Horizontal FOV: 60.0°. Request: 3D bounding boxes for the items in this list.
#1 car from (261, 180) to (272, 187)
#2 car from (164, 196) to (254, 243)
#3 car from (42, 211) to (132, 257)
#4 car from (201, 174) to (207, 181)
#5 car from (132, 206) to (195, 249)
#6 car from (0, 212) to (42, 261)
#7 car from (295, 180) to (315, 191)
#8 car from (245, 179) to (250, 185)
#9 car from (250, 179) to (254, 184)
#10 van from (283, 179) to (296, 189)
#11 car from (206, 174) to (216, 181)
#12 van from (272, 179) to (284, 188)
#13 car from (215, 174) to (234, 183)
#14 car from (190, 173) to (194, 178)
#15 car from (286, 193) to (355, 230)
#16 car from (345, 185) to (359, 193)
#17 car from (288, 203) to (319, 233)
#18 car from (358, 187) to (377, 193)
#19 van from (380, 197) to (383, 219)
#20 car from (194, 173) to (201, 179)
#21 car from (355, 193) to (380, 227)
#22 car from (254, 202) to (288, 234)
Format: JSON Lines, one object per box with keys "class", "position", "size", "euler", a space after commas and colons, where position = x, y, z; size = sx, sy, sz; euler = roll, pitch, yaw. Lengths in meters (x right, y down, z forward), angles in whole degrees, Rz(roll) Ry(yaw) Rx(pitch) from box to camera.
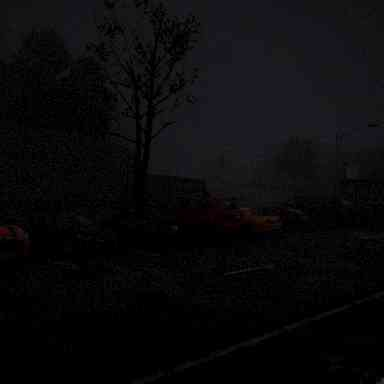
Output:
{"class": "car", "position": [17.536, -1.810, 72.726], "size": [1.946, 1.575, 5.366], "euler": [7, 3, 35]}
{"class": "car", "position": [-0.150, 1.249, 16.455], "size": [5.566, 2.045, 2.435], "euler": [-1, -1, 34]}
{"class": "car", "position": [-5.011, 1.495, 12.959], "size": [4.892, 1.521, 2.231], "euler": [-1, -1, 34]}
{"class": "car", "position": [5.195, -3.849, 89.732], "size": [2.185, 1.767, 4.553], "euler": [6, 3, 34]}
{"class": "car", "position": [-2.593, 1.525, 14.708], "size": [4.792, 1.488, 2.163], "euler": [-1, -1, 34]}
{"class": "car", "position": [-7.476, 1.367, 11.231], "size": [4.553, 1.767, 2.185], "euler": [-1, -1, 34]}
{"class": "car", "position": [22.607, -0.991, 65.166], "size": [2.231, 1.521, 4.892], "euler": [7, 3, 35]}
{"class": "car", "position": [13.958, -2.316, 77.505], "size": [2.002, 1.452, 4.674], "euler": [7, 3, 35]}
{"class": "car", "position": [15.702, -2.042, 75.045], "size": [2.002, 1.452, 4.674], "euler": [7, 3, 35]}
{"class": "van", "position": [20.844, -1.489, 67.527], "size": [1.878, 1.987, 4.442], "euler": [7, 4, 35]}
{"class": "car", "position": [6.992, -3.697, 87.268], "size": [2.435, 2.045, 5.566], "euler": [7, 3, 34]}
{"class": "van", "position": [19.113, -1.763, 69.997], "size": [1.878, 1.987, 4.442], "euler": [7, 4, 35]}
{"class": "car", "position": [8.845, -3.174, 85.011], "size": [1.946, 1.575, 5.366], "euler": [7, 3, 34]}
{"class": "car", "position": [1.689, -4.361, 94.547], "size": [2.435, 2.045, 5.566], "euler": [1, -1, 34]}
{"class": "car", "position": [7.199, 1.264, 21.675], "size": [5.566, 2.045, 2.435], "euler": [-1, -1, 35]}
{"class": "car", "position": [27.824, -0.425, 57.786], "size": [2.435, 2.045, 5.566], "euler": [7, 3, 35]}
{"class": "car", "position": [4.773, 1.550, 19.915], "size": [4.674, 1.452, 2.002], "euler": [-1, -1, 35]}
{"class": "car", "position": [29.517, 0.138, 55.315], "size": [2.002, 1.452, 4.674], "euler": [7, 3, 35]}
{"class": "van", "position": [12.247, 1.298, 25.055], "size": [4.442, 1.987, 1.878], "euler": [-1, -1, 35]}
{"class": "car", "position": [3.463, -4.083, 92.201], "size": [2.185, 1.767, 4.553], "euler": [4, 1, 33]}
{"class": "car", "position": [9.711, 1.268, 23.383], "size": [5.566, 2.045, 2.435], "euler": [-1, -1, 35]}
{"class": "car", "position": [2.168, 1.504, 18.285], "size": [5.366, 1.575, 1.946], "euler": [-1, -1, 35]}
